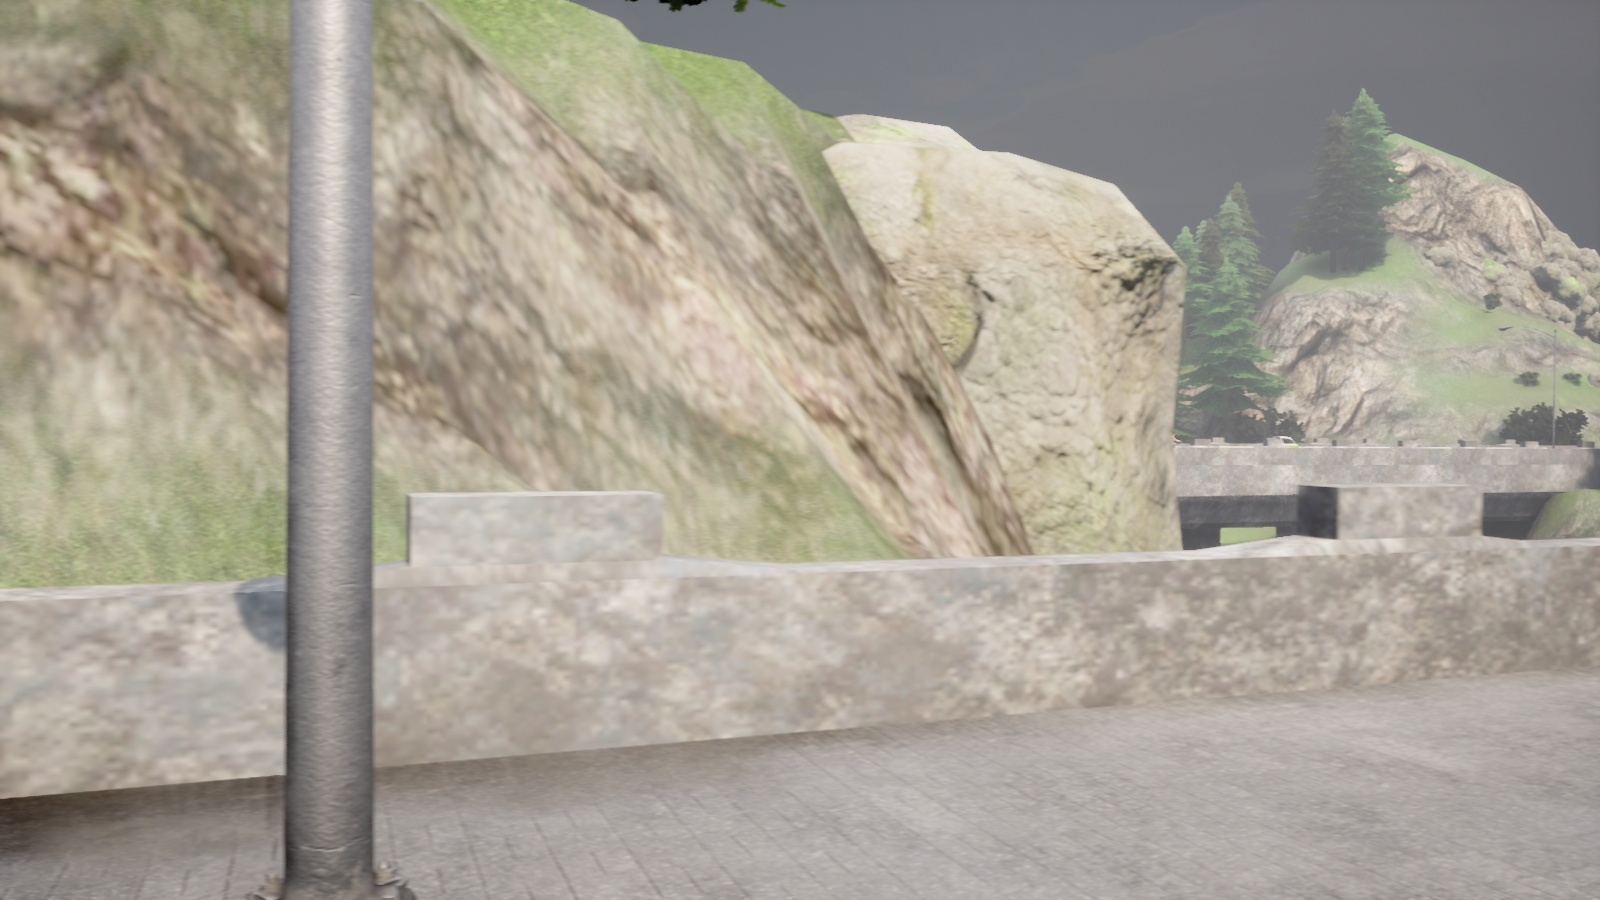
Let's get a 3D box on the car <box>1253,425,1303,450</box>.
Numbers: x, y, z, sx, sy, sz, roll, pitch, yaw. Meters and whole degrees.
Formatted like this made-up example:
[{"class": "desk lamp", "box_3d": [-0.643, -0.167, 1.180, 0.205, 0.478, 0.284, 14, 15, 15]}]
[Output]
[{"class": "car", "box_3d": [27.165, -0.697, 71.339, 2.207, 1.376, 1.481, -1, 1, -21]}]
